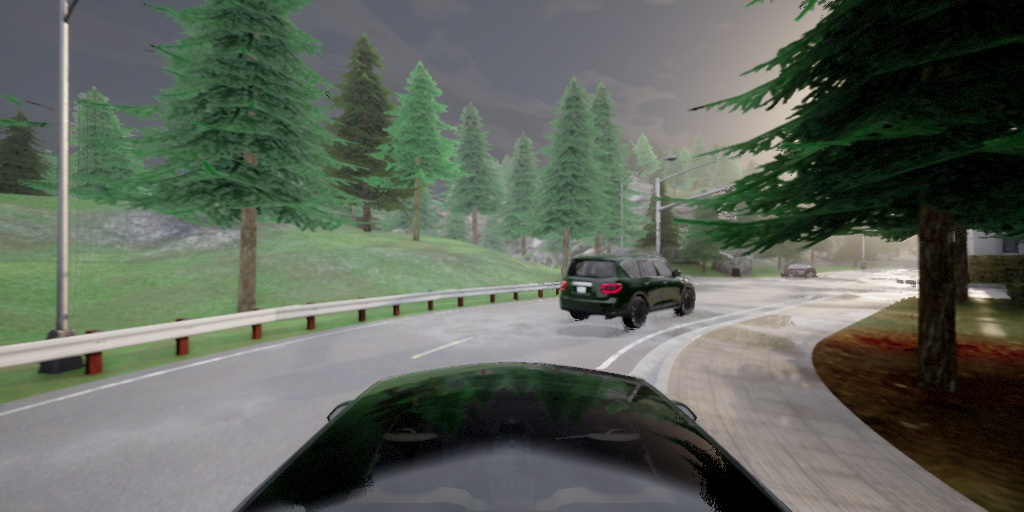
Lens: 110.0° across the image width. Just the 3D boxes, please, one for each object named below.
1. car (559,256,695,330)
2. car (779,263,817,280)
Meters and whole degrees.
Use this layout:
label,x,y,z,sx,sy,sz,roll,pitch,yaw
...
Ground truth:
label,x,y,z,sx,sy,sz,roll,pitch,yaw
car,3.881,1.006,11.612,5.566,2.045,2.150,0,0,-42
car,26.704,1.423,33.337,4.674,1.442,1.812,-1,0,-37
